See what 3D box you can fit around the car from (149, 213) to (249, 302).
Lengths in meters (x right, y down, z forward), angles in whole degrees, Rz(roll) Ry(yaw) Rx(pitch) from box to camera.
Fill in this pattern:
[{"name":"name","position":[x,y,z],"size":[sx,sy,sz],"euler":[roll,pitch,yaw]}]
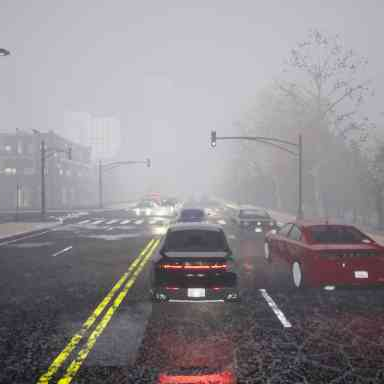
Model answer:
[{"name":"car","position":[0.074,1.503,8.210],"size":[1.837,1.490,4.892],"euler":[0,0,0]}]

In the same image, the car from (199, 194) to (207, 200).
[{"name":"car","position":[2.946,1.325,89.942],"size":[2.128,1.511,4.902],"euler":[0,0,0]}]

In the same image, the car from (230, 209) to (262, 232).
[{"name":"car","position":[3.289,1.597,18.729],"size":[1.895,1.301,4.718],"euler":[0,0,0]}]

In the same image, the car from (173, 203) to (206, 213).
[{"name":"car","position":[0.014,1.522,17.657],"size":[1.812,1.442,4.674],"euler":[0,0,0]}]

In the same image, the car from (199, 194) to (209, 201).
[{"name":"car","position":[2.980,1.320,79.909],"size":[2.097,1.767,4.553],"euler":[0,0,0]}]

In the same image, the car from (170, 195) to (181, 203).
[{"name":"car","position":[-3.485,1.503,69.813],"size":[2.128,1.511,4.902],"euler":[0,0,0]}]

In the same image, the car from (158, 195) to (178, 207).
[{"name":"car","position":[-3.509,1.550,50.044],"size":[1.994,1.385,4.181],"euler":[0,0,0]}]

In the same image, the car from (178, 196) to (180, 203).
[{"name":"car","position":[-3.525,1.546,59.563],"size":[1.994,1.385,4.181],"euler":[0,0,0]}]

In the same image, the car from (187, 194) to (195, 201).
[{"name":"car","position":[-0.270,1.489,79.928],"size":[1.812,1.442,4.674],"euler":[0,0,0]}]

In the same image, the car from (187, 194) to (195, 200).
[{"name":"car","position":[-0.304,1.352,89.931],"size":[1.994,1.385,4.181],"euler":[0,0,0]}]

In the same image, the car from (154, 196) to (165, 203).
[{"name":"car","position":[-6.731,1.579,68.986],"size":[1.895,1.301,4.718],"euler":[0,0,0]}]

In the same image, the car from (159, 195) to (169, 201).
[{"name":"car","position":[-6.772,1.466,80.968],"size":[1.837,1.490,4.892],"euler":[0,0,0]}]

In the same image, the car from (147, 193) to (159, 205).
[{"name":"car","position":[-6.775,1.204,57.932],"size":[2.150,2.045,5.566],"euler":[0,0,0]}]

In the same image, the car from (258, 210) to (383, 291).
[{"name":"car","position":[3.320,1.476,9.028],"size":[1.882,1.535,5.008],"euler":[0,0,0]}]

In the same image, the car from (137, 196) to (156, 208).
[{"name":"car","position":[-6.768,1.588,48.389],"size":[1.895,1.301,4.718],"euler":[0,0,0]}]
